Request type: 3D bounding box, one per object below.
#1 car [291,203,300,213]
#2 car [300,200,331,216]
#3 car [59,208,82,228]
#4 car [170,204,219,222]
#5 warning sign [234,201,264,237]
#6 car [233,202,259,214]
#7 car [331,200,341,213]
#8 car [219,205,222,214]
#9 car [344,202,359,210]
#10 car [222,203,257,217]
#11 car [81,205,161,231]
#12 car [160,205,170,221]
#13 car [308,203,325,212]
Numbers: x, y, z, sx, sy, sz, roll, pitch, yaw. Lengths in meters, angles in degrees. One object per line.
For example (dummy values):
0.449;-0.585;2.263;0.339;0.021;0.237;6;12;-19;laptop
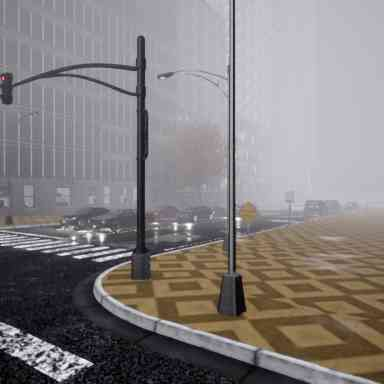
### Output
16.400;2.459;50.147;1.812;1.442;4.674;0;-1;33;car
16.603;2.076;44.465;2.150;2.045;5.566;0;-1;33;car
-7.702;1.844;25.151;1.812;1.442;4.674;0;-1;31;car
0.369;2.003;31.671;1.837;1.490;4.892;0;-1;33;car
3.157;1.454;18.537;1.300;1.860;1.060;1;1;33;warning sign
8.085;2.315;49.527;1.882;1.535;5.008;0;-1;33;car
22.431;2.266;53.493;2.150;2.045;5.566;0;-1;33;car
2.619;2.223;41.145;1.994;1.385;4.181;0;-1;32;car
31.527;2.661;65.670;2.097;1.767;4.553;0;-1;33;car
5.807;2.203;40.078;1.812;1.442;4.674;0;-1;33;car
-4.834;1.874;23.614;2.033;1.411;5.357;0;-1;33;car
-2.774;2.007;32.796;1.812;1.442;4.674;0;-1;33;car
22.000;2.641;58.825;1.812;1.442;4.674;0;-1;33;car
